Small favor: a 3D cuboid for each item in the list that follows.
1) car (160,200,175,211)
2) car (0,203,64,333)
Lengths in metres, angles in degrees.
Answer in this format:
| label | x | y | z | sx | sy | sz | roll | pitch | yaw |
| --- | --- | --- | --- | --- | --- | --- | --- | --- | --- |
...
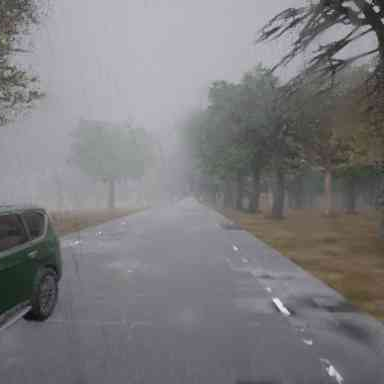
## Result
| label | x | y | z | sx | sy | sz | roll | pitch | yaw |
| --- | --- | --- | --- | --- | --- | --- | --- | --- | --- |
| car | -3.564 | 1.940 | 47.880 | 1.812 | 1.442 | 4.674 | 0 | -1 | 0 |
| car | -3.599 | 1.221 | 4.348 | 2.150 | 2.045 | 5.566 | 0 | 0 | 0 |
